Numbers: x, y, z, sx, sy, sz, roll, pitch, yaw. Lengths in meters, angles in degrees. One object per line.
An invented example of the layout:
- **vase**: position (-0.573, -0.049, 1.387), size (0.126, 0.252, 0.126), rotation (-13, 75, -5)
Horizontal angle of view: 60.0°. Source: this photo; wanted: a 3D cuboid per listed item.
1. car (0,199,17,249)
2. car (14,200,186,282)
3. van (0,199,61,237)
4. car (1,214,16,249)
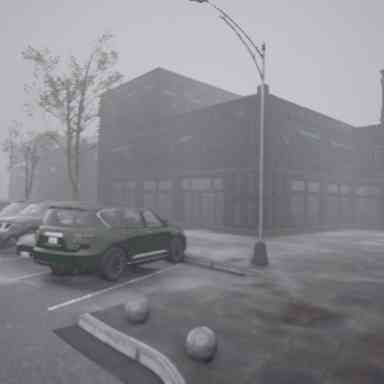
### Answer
- **car**: position (-6.256, 1.423, 15.001), size (2.435, 2.045, 5.566), rotation (1, -2, 28)
- **car**: position (-2.247, 1.418, 10.694), size (2.435, 2.045, 5.566), rotation (1, -2, 28)
- **van**: position (-10.196, 1.462, 19.497), size (1.878, 1.987, 4.442), rotation (1, -2, 28)
- **car**: position (-4.254, 1.700, 12.811), size (2.163, 1.488, 4.792), rotation (1, -2, 27)
